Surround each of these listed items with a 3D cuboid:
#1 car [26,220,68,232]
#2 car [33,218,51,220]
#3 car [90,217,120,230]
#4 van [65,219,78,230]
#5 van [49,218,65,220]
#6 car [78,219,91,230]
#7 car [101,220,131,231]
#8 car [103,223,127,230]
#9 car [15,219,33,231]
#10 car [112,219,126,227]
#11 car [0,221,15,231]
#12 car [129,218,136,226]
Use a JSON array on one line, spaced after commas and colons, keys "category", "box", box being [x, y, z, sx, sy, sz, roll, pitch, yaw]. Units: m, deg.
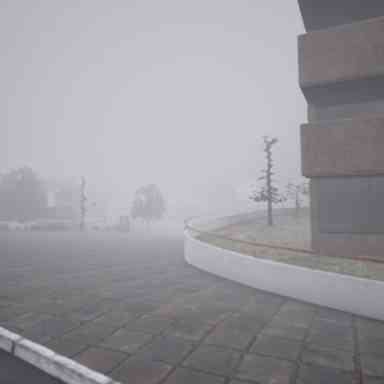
[{"category": "car", "box": [-21.035, 5.100, 48.441, 1.895, 1.301, 4.718, -2, -6, 25]}, {"category": "car", "box": [-25.459, 5.246, 51.698, 5.366, 1.575, 1.946, 0, -6, 5]}, {"category": "car", "box": [-17.619, 6.732, 68.048, 5.566, 2.045, 2.435, 0, -6, 5]}, {"category": "van", "box": [-22.595, 5.601, 57.153, 4.442, 1.987, 1.878, 0, -6, 5]}, {"category": "van", "box": [-23.875, 5.311, 54.424, 4.442, 1.987, 1.878, -1, -6, 5]}, {"category": "car", "box": [-21.425, 6.116, 59.854, 4.892, 1.521, 2.231, -1, -6, 5]}, {"category": "car", "box": [-14.275, 6.536, 62.893, 1.837, 1.490, 4.892, -2, -6, 25]}, {"category": "car", "box": [-16.320, 7.311, 70.744, 4.674, 1.452, 2.002, 0, -6, 5]}, {"category": "car", "box": [-26.557, 4.998, 48.955, 4.674, 1.452, 2.002, 0, -6, 5]}, {"category": "car", "box": [-20.121, 8.565, 91.574, 1.946, 1.575, 5.366, 0, 1, 10]}, {"category": "car", "box": [-27.823, 4.708, 46.219, 4.674, 1.452, 2.002, 0, -6, 5]}, {"category": "car", "box": [-17.669, 8.609, 89.743, 2.163, 1.488, 4.792, 0, 1, 10]}]
